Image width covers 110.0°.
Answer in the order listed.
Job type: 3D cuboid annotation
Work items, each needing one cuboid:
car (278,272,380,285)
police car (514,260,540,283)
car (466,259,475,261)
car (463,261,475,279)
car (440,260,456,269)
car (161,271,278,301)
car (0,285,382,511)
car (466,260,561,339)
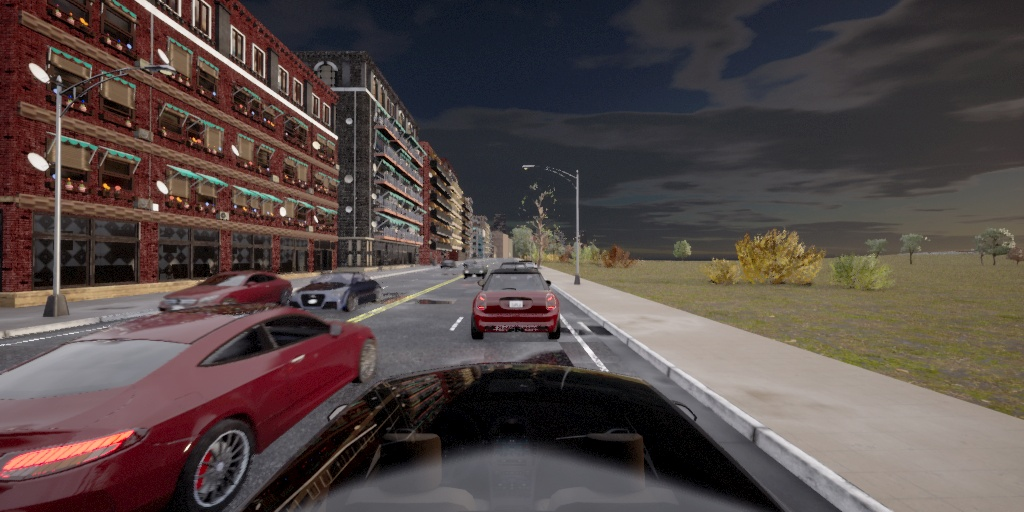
[{"bbox_3d":[-6.614,1.316,13.888,1.994,1.385,4.181,0,0,0],"label":"car"},{"bbox_3d":[1.108,1.179,29.453,1.930,1.638,5.238,0,0,0],"label":"police car"},{"bbox_3d":[-6.644,1.257,57.104,1.837,1.490,4.892,0,0,0],"label":"car"},{"bbox_3d":[-3.182,1.354,32.313,1.895,1.301,4.718,0,0,0],"label":"car"},{"bbox_3d":[-9.897,1.300,55.868,2.033,1.411,5.357,0,0,0],"label":"car"},{"bbox_3d":[-9.863,1.278,12.903,1.812,1.442,4.674,0,0,0],"label":"car"},{"bbox_3d":[-3.158,1.276,4.097,1.812,1.442,4.674,0,0,0],"label":"car"},{"bbox_3d":[0.083,1.104,10.185,2.097,1.767,4.553,0,0,0],"label":"car"}]
